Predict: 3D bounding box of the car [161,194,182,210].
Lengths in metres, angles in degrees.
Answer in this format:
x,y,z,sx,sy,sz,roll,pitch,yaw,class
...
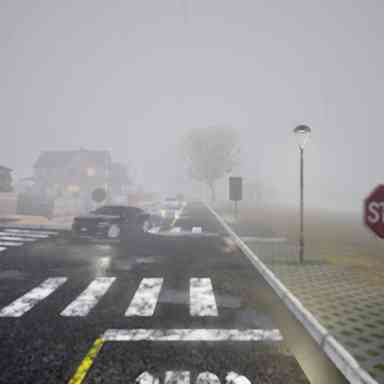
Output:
x,y,z,sx,sy,sz,roll,pitch,yaw,class
-2.530,1.317,39.237,1.812,1.442,4.674,0,0,0,car

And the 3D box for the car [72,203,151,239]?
x,y,z,sx,sy,sz,roll,pitch,yaw,class
-3.671,1.317,16.094,1.882,1.535,5.008,3,0,18,car

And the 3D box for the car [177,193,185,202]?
x,y,z,sx,sy,sz,roll,pitch,yaw,class
-2.357,1.005,64.257,2.097,1.767,4.553,0,0,0,car
